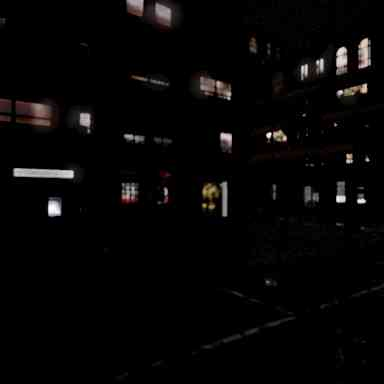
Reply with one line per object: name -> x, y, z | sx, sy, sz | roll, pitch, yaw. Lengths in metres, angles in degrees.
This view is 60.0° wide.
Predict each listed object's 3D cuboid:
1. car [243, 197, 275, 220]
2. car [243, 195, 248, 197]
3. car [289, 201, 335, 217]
car -> 4.755, 1.421, 27.066 | 1.967, 1.590, 4.097 | 0, 0, -36
car -> 4.469, 1.279, 32.094 | 2.150, 2.045, 5.566 | 0, 0, -36
car -> 11.365, 1.582, 31.815 | 2.008, 1.369, 4.403 | 0, 0, -36
